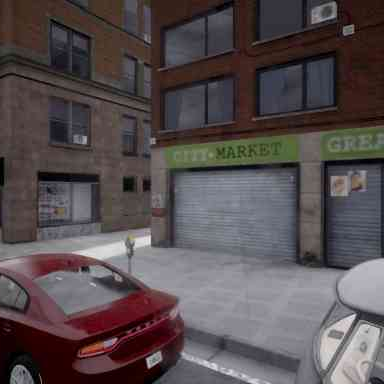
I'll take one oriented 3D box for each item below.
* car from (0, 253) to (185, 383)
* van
[{"bbox_3d":[-2.192,1.544,4.639,4.507,1.381,1.887,0,0,35],"label":"car"},{"bbox_3d":[2.417,1.341,1.352,3.998,1.788,1.690,0,0,35],"label":"van"}]
